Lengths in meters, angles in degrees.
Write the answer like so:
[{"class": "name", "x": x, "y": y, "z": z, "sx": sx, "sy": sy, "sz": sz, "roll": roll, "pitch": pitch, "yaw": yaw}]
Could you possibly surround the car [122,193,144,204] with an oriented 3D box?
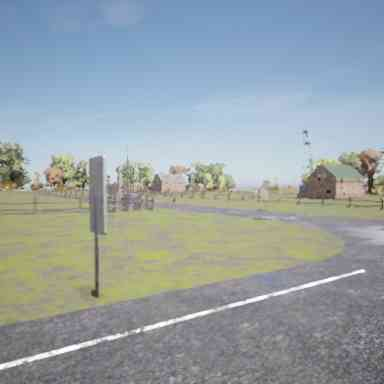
[{"class": "car", "x": -8.455, "y": 0.873, "z": 47.222, "sx": 1.812, "sy": 1.442, "sz": 4.674, "roll": -1, "pitch": 2, "yaw": -35}]
